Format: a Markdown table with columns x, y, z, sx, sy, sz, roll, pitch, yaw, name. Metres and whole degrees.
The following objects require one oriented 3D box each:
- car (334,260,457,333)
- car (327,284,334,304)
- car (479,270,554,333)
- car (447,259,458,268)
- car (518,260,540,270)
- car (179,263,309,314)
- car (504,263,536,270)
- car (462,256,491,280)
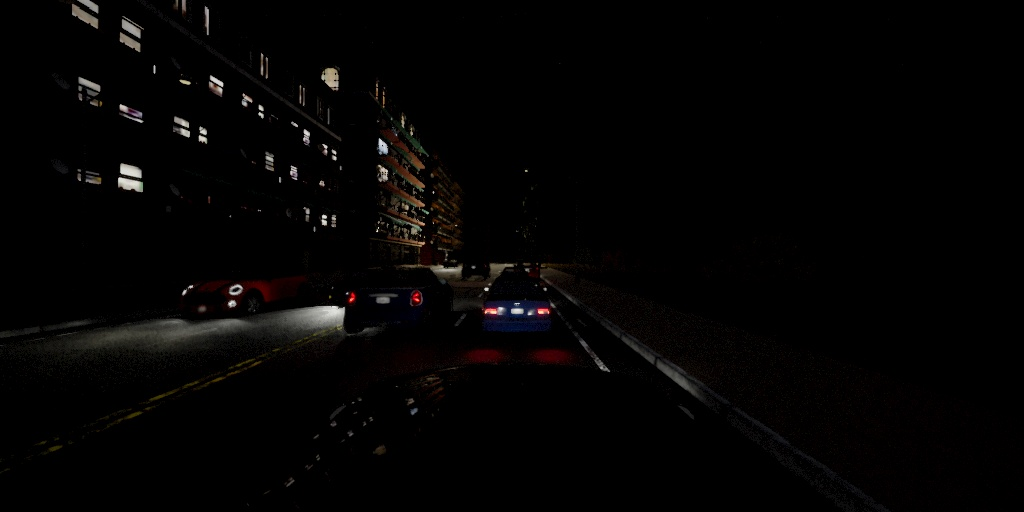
| x | y | z | sx | sy | sz | roll | pitch | yaw | name |
| --- | --- | --- | --- | --- | --- | --- | --- | --- | --- |
| -3.134 | 1.103 | 10.835 | 2.097 | 1.767 | 4.553 | 0 | 0 | 0 | car |
| -6.574 | 1.316 | 16.340 | 1.994 | 1.385 | 4.181 | 0 | 0 | 0 | car |
| 0.118 | 1.299 | 10.627 | 2.033 | 1.411 | 5.357 | 0 | 0 | 0 | car |
| -9.731 | 1.243 | 57.023 | 2.128 | 1.511 | 4.902 | 0 | 0 | 0 | car |
| 1.191 | 1.105 | 29.895 | 2.097 | 1.767 | 4.553 | 0 | 0 | 0 | car |
| -9.829 | 1.104 | 13.622 | 2.097 | 1.767 | 4.553 | 0 | 0 | 0 | car |
| 0.130 | 1.317 | 20.961 | 1.994 | 1.385 | 4.181 | 0 | 0 | 1 | car |
| -3.093 | 0.977 | 31.653 | 2.150 | 2.045 | 5.566 | 0 | 0 | 0 | car |
